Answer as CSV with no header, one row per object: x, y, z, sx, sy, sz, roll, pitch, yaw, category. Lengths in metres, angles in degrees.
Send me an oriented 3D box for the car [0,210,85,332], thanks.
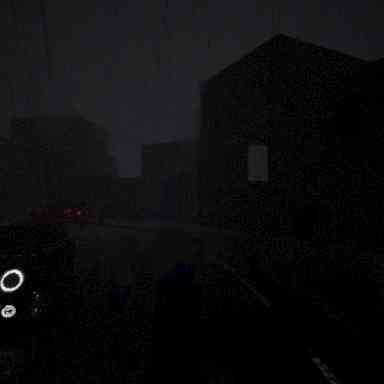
-3.898,1.441,7.108,2.097,1.767,4.553,0,-1,-7,car

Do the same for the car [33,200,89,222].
-10.463,1.625,26.122,5.566,2.045,2.150,-1,-2,37,car
